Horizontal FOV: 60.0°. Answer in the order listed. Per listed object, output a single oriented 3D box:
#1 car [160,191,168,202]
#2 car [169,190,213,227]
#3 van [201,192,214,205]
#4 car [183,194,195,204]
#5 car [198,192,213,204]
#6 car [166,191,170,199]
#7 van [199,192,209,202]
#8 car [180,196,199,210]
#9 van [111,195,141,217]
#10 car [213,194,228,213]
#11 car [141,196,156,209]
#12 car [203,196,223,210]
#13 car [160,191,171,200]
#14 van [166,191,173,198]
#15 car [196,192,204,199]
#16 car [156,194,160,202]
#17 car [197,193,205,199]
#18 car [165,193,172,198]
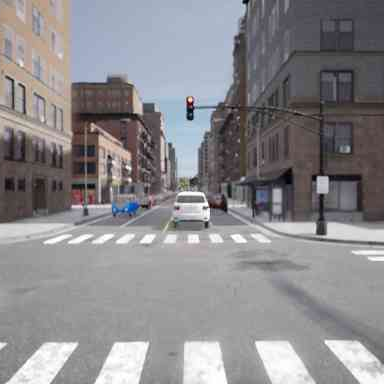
[{"bbox_3d":[-5.911,1.074,60.258,1.752,1.417,4.829,0,0,-1],"label":"car"},{"bbox_3d":[-0.076,1.060,21.248,2.150,2.045,5.566,0,0,0],"label":"car"},{"bbox_3d":[2.273,0.959,49.687,1.690,1.788,3.998,0,0,-1],"label":"van"},{"bbox_3d":[-0.444,1.075,52.829,1.882,1.535,5.008,0,0,-1],"label":"car"},{"bbox_3d":[2.220,0.892,55.093,2.192,1.841,5.009,0,0,-1],"label":"car"},{"bbox_3d":[-5.959,1.056,65.833,2.008,1.369,4.403,0,0,-1],"label":"car"},{"bbox_3d":[2.166,0.876,60.499,1.690,1.788,3.998,0,0,-1],"label":"van"},{"bbox_3d":[-0.229,1.252,38.638,2.033,1.411,5.357,0,0,1],"label":"car"},{"bbox_3d":[-5.631,1.136,27.990,1.690,1.788,3.998,0,0,-1],"label":"van"},{"bbox_3d":[2.433,1.057,33.469,2.192,1.841,5.009,0,0,-1],"label":"car"},{"bbox_3d":[-5.724,1.278,38.803,1.947,1.339,4.313,0,0,-1],"label":"car"},{"bbox_3d":[2.380,1.251,38.877,2.008,1.369,4.403,0,0,-1],"label":"car"},{"bbox_3d":[-6.053,0.738,76.643,2.192,1.841,5.009,0,0,-1],"label":"car"},{"bbox_3d":[-6.194,0.640,92.861,1.690,1.788,3.998,0,0,-1],"label":"van"},{"bbox_3d":[1.953,0.809,82.122,1.967,1.590,4.097,0,0,-1],"label":"car"},{"bbox_3d":[-5.771,1.216,44.209,1.887,1.381,4.507,0,0,-1],"label":"car"},{"bbox_3d":[2.005,0.935,76.888,1.752,1.417,4.829,0,0,-1],"label":"car"},{"bbox_3d":[-6.147,0.922,87.457,1.802,1.307,4.206,0,0,-1],"label":"car"}]
